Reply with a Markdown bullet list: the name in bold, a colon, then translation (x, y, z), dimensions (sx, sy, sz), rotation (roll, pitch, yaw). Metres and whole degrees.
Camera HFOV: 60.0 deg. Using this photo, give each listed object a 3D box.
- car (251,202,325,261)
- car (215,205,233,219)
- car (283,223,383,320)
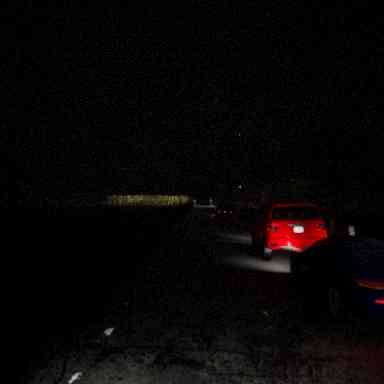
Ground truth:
- **car**: translation (3.709, 1.463, 13.587), dimensions (2.150, 2.045, 5.566), rotation (-1, -3, 4)
- **car**: translation (3.612, 2.209, 37.803), dimensions (2.033, 1.411, 5.357), rotation (2, -1, 2)
- **car**: translation (3.656, 1.733, 7.640), dimensions (1.812, 1.442, 4.674), rotation (2, -1, 1)
